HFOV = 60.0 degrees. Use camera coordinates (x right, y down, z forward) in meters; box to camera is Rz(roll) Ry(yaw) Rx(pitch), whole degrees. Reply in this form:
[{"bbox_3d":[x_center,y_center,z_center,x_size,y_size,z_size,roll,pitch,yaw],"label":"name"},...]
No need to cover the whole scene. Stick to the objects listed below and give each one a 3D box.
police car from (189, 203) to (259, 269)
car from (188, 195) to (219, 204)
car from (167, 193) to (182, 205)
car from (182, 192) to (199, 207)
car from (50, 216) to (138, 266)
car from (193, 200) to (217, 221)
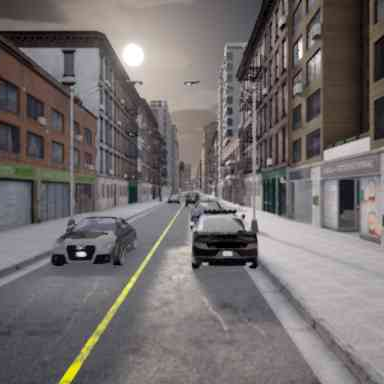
[{"bbox_3d":[0.930,1.383,11.183,1.930,1.638,5.238,0,0,0],"label":"police car"},{"bbox_3d":[0.956,1.270,21.043,2.097,1.767,4.553,0,0,0],"label":"car"},{"bbox_3d":[-2.932,1.244,54.183,1.882,1.535,5.008,0,0,0],"label":"car"},{"bbox_3d":[0.131,1.020,48.072,2.150,2.045,5.566,0,0,0],"label":"car"},{"bbox_3d":[-3.070,1.522,11.196,1.994,1.385,4.181,0,0,0],"label":"car"},{"bbox_3d":[0.973,1.421,27.073,1.812,1.442,4.674,0,0,0],"label":"car"}]
